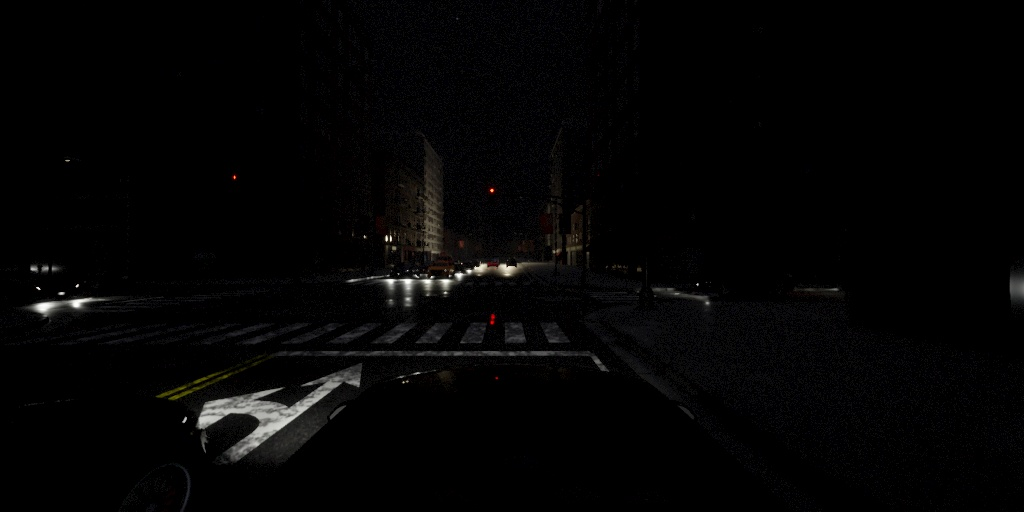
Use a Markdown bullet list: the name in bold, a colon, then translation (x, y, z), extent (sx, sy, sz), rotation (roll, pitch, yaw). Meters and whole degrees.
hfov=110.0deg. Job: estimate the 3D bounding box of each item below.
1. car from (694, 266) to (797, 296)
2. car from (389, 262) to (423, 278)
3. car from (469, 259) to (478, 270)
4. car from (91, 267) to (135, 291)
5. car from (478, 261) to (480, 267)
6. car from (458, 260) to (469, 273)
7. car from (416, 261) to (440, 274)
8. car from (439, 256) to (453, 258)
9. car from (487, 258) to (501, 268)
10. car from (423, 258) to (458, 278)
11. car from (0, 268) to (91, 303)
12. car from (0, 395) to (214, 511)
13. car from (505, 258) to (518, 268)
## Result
- **car**: translation (12.435, 1.301, 19.289), extent (4.892, 1.490, 1.837), rotation (0, 0, 2)
- **car**: translation (-9.888, 1.286, 33.544), extent (1.812, 1.442, 4.674), rotation (0, 0, 0)
- **car**: translation (-6.653, 1.326, 52.808), extent (1.994, 1.385, 4.181), rotation (0, 0, 0)
- **car**: translation (-25.399, 1.337, 21.631), extent (4.313, 1.339, 1.948), rotation (0, 0, 0)
- **car**: translation (-6.630, 1.310, 62.433), extent (2.033, 1.411, 5.357), rotation (0, 0, 0)
- **car**: translation (-6.652, 1.326, 42.906), extent (1.994, 1.385, 4.181), rotation (0, 0, 0)
- **car**: translation (-9.897, 1.287, 42.558), extent (1.812, 1.442, 4.674), rotation (0, 0, 0)
- **car**: translation (-9.908, 0.984, 53.286), extent (2.150, 2.045, 5.566), rotation (0, 0, 0)
- **car**: translation (-3.327, 1.364, 62.672), extent (1.895, 1.301, 4.718), rotation (0, 0, 0)
- **car**: translation (-6.638, 1.238, 33.917), extent (1.882, 1.535, 5.008), rotation (0, 0, 0)
- **car**: translation (-22.915, 1.296, 16.137), extent (5.357, 1.411, 2.033), rotation (0, 0, 0)
- **car**: translation (-3.243, 1.275, 0.814), extent (1.812, 1.442, 4.674), rotation (0, 0, 0)
- **car**: translation (-0.077, 1.268, 62.230), extent (1.837, 1.490, 4.892), rotation (0, 0, 0)
